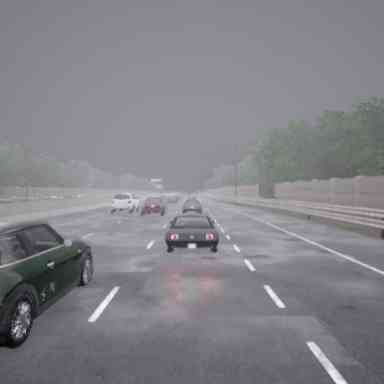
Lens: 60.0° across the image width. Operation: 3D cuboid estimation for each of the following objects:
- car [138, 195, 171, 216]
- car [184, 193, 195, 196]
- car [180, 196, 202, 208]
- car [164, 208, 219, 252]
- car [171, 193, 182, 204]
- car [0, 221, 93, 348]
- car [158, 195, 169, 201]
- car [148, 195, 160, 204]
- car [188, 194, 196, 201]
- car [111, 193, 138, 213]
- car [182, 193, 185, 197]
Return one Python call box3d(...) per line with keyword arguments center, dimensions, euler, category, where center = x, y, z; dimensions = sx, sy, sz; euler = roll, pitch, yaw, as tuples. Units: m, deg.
box3d(center=(-3.484, 1.269, 31.621), dimensions=(2.097, 1.767, 4.553), euler=(0, 0, 0), category="car")
box3d(center=(0.032, 1.395, 61.365), dimensions=(2.033, 1.411, 5.357), euler=(0, 0, 0), category="car")
box3d(center=(0.019, 1.471, 35.270), dimensions=(1.994, 1.385, 4.181), euler=(0, 0, 0), category="car")
box3d(center=(0.008, 1.570, 13.703), dimensions=(1.895, 1.301, 4.718), euler=(0, 0, 0), category="car")
box3d(center=(-3.468, 1.339, 61.379), dimensions=(2.128, 1.511, 4.902), euler=(0, 0, 0), category="car")
box3d(center=(-3.496, 1.339, 6.437), dimensions=(2.097, 1.767, 4.553), euler=(0, 0, 0), category="car")
box3d(center=(-6.959, 1.350, 81.537), dimensions=(2.033, 1.411, 5.357), euler=(0, 0, 0), category="car")
box3d(center=(-6.969, 1.374, 61.371), dimensions=(1.812, 1.442, 4.674), euler=(0, 0, 0), category="car")
box3d(center=(0.041, 1.334, 81.532), dimensions=(1.812, 1.442, 4.674), euler=(0, 0, 0), category="car")
box3d(center=(-6.983, 1.129, 35.352), dimensions=(2.150, 2.045, 5.566), euler=(0, 0, 0), category="car")
box3d(center=(-3.458, 1.331, 83.537), dimensions=(1.812, 1.442, 4.674), euler=(0, 0, 0), category="car")
